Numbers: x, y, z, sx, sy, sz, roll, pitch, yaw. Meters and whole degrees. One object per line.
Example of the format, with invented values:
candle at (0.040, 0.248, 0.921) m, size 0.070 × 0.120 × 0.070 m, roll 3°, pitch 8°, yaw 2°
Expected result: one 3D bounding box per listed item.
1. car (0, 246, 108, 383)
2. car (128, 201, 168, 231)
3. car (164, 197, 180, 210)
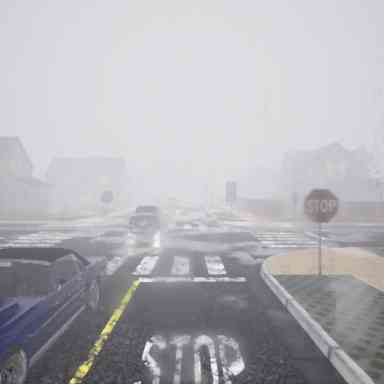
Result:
car at (-2.749, 1.603, 4.963) m, size 1.895 × 1.301 × 4.718 m, roll 0°, pitch 0°, yaw 0°
car at (-2.750, 1.547, 20.815) m, size 1.837 × 1.490 × 4.892 m, roll 0°, pitch 0°, yaw 0°
car at (-2.747, 1.474, 46.117) m, size 2.097 × 1.767 × 4.553 m, roll 0°, pitch 0°, yaw 0°
